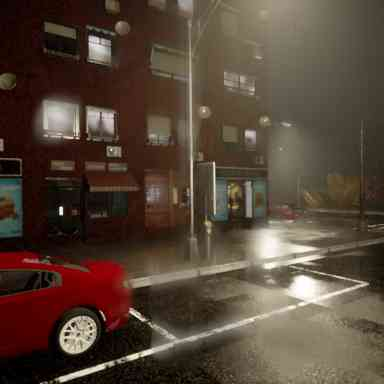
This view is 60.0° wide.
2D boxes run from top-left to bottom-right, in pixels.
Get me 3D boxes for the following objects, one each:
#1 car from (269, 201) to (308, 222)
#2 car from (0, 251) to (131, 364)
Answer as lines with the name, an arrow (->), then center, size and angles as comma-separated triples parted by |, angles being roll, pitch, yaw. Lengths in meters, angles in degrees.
car -> 7.267, 1.735, 28.437 | 1.994, 1.385, 4.181 | -1, 0, -35
car -> -3.055, 1.545, 4.395 | 4.507, 1.381, 1.887 | 0, -1, -35
